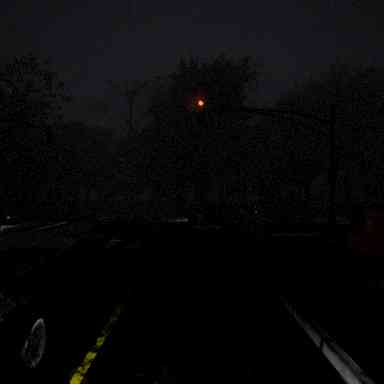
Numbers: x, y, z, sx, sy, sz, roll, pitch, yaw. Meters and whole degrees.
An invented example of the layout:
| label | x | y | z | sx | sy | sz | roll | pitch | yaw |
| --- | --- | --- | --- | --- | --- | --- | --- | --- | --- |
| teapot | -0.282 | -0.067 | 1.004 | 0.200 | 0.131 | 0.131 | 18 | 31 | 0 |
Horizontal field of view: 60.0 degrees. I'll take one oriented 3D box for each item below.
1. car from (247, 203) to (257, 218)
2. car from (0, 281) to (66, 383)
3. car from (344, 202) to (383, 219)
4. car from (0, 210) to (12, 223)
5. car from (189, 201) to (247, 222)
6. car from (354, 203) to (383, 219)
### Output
| label | x | y | z | sx | sy | sz | roll | pitch | yaw |
| --- | --- | --- | --- | --- | --- | --- | --- | --- | --- |
| car | 3.313 | 1.516 | 29.589 | 4.902 | 1.511 | 2.128 | 0 | 0 | 0 |
| car | -2.870 | 1.601 | 2.909 | 1.895 | 1.301 | 4.718 | 0 | 0 | 0 |
| car | 14.650 | 1.565 | 26.383 | 4.892 | 1.490 | 1.837 | 0 | 0 | 0 |
| car | -14.901 | 1.472 | 22.823 | 4.674 | 1.442 | 1.812 | 0 | 0 | 0 |
| car | 1.885 | 1.579 | 26.333 | 4.181 | 1.385 | 1.994 | 0 | 0 | 0 |
| car | 17.289 | 1.673 | 29.638 | 4.718 | 1.301 | 1.895 | 0 | 0 | 0 |
